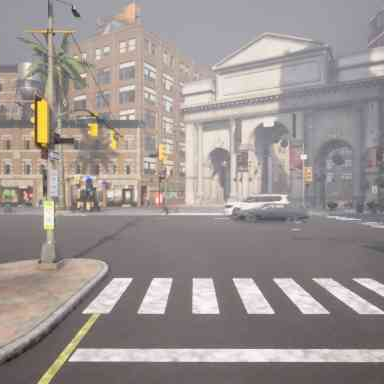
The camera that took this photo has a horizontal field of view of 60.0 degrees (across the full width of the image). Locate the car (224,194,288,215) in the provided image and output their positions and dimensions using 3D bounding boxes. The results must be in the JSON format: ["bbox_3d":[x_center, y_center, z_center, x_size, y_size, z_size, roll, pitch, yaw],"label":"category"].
[{"bbox_3d":[5.542,1.221,28.282,5.566,2.045,2.150,0,0,0],"label":"car"}]

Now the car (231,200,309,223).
[{"bbox_3d":[5.869,1.547,24.779,5.357,1.411,2.033,0,0,0],"label":"car"}]
